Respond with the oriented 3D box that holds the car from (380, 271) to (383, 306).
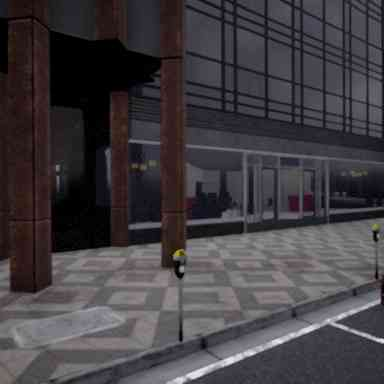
[{"bbox_3d":[5.341,1.387,6.293,4.097,1.590,1.967,0,0,-35],"label":"car"}]
